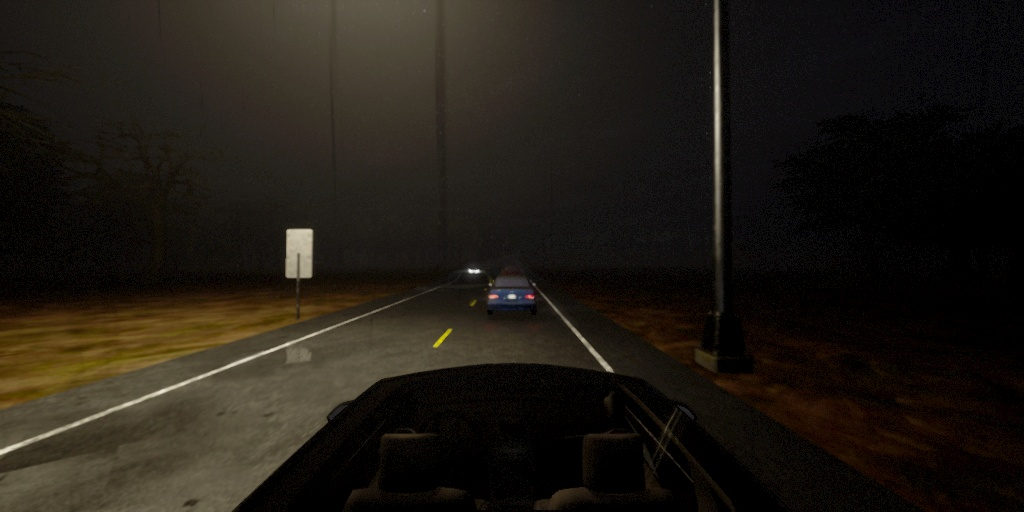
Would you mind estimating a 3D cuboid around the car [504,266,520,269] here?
[{"bbox_3d":[0.022,1.575,30.761,1.812,1.442,4.674,0,0,0],"label":"car"}]

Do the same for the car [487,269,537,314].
[{"bbox_3d":[0.010,1.429,14.402,2.033,1.411,5.357,0,-1,0],"label":"car"}]
